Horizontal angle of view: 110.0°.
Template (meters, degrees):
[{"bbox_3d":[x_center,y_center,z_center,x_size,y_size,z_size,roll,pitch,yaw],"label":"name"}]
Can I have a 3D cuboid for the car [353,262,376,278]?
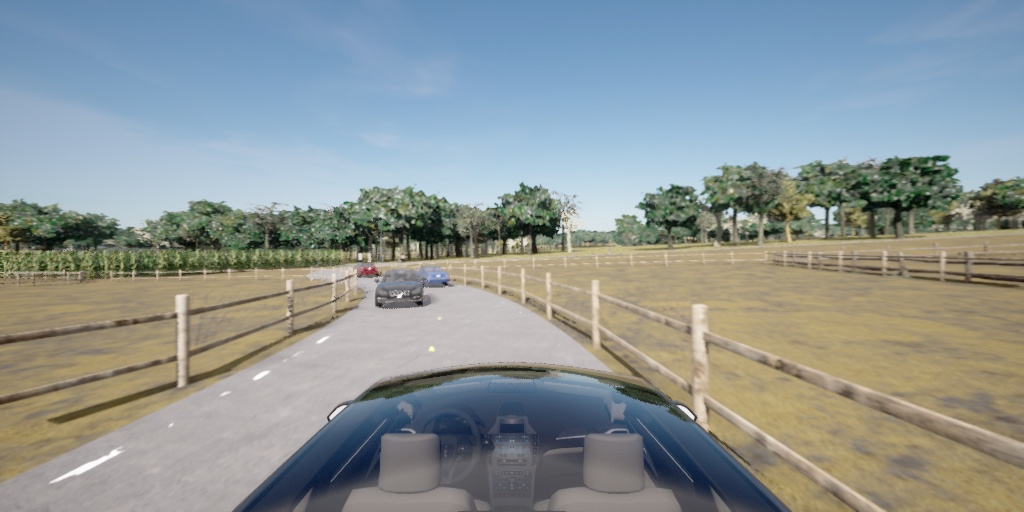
[{"bbox_3d":[-17.521,1.552,42.373,2.097,1.767,4.553,-2,0,-39],"label":"car"}]

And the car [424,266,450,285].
[{"bbox_3d":[-6.056,1.424,26.329,2.033,1.411,5.357,-1,0,-26],"label":"car"}]

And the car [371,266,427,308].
[{"bbox_3d":[-4.910,1.343,15.943,1.837,1.490,4.892,-1,-1,-15],"label":"car"}]
